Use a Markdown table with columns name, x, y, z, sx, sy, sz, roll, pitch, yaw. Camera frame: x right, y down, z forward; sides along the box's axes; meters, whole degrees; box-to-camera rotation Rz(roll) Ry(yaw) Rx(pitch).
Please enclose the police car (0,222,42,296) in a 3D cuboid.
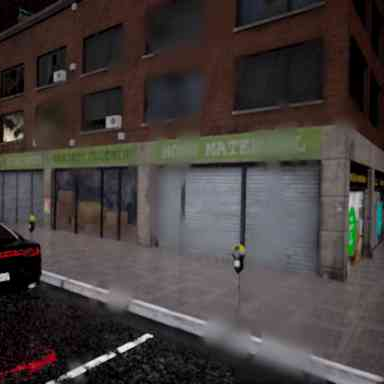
| name | x | y | z | sx | sy | sz | roll | pitch | yaw |
| --- | --- | --- | --- | --- | --- | --- | --- | --- | --- |
| police car | -5.288 | 1.164 | 7.160 | 5.238 | 1.638 | 1.930 | 2 | 1 | 36 |
